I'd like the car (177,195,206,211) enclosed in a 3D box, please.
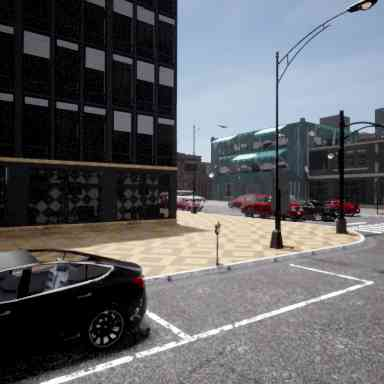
[{"bbox_3d":[-0.729,1.231,33.719,1.802,1.307,4.206,1,0,-36],"label":"car"}]

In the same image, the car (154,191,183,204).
[{"bbox_3d":[-3.802,0.793,52.091,2.192,1.841,5.009,1,0,-36],"label":"car"}]

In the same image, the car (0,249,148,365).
[{"bbox_3d":[-2.706,1.566,4.624,4.313,1.339,1.947,0,0,-35],"label":"car"}]

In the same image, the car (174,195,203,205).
[{"bbox_3d":[-0.528,1.101,47.619,2.008,1.369,4.403,1,0,-36],"label":"car"}]

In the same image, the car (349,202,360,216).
[{"bbox_3d":[12.589,1.371,29.728,1.887,1.381,4.507,1,0,-36],"label":"car"}]

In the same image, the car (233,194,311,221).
[{"bbox_3d":[5.836,1.101,24.773,2.192,1.841,5.009,1,0,-36],"label":"car"}]

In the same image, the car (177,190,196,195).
[{"bbox_3d":[-0.714,0.836,38.071,2.150,2.045,5.566,0,1,-36],"label":"car"}]

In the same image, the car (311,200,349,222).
[{"bbox_3d":[8.774,1.322,25.000,1.837,1.490,4.892,1,0,-34],"label":"car"}]

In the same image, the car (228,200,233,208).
[{"bbox_3d":[6.032,1.130,38.674,1.967,1.590,4.097,1,0,-36],"label":"car"}]

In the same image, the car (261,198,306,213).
[{"bbox_3d":[9.309,1.340,34.200,1.802,1.307,4.206,1,0,-36],"label":"car"}]
